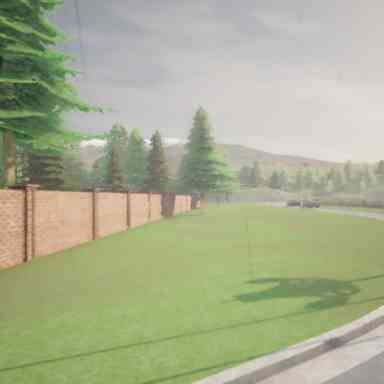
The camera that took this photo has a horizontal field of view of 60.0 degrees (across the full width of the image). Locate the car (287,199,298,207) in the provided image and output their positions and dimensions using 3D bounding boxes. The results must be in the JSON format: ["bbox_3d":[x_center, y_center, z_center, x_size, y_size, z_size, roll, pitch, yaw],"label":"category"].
[{"bbox_3d":[20.505,2.248,66.910,1.837,1.490,4.892,-1,-1,1],"label":"car"}]

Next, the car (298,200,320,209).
[{"bbox_3d":[20.324,2.137,56.992,1.837,1.490,4.892,-1,-1,1],"label":"car"}]
